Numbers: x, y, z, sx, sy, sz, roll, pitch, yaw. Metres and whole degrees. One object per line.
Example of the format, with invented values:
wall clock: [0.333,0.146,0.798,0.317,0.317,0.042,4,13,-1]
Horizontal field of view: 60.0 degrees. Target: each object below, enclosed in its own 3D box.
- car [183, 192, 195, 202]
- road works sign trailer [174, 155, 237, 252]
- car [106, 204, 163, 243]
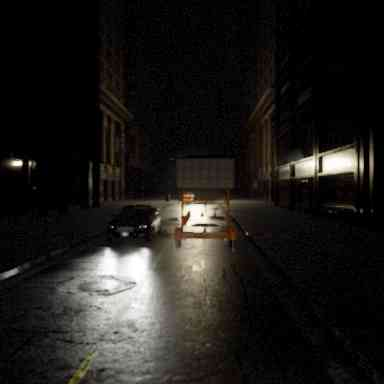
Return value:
car: [-0.609,0.784,59.018,2.097,1.767,4.553,0,0,3]
road works sign trailer: [0.535,0.330,13.330,2.380,3.560,2.880,0,1,2]
car: [-2.488,1.339,15.263,2.128,1.511,4.902,0,1,2]
